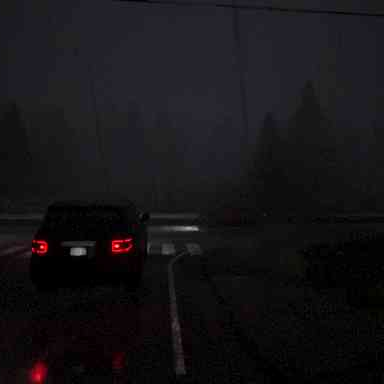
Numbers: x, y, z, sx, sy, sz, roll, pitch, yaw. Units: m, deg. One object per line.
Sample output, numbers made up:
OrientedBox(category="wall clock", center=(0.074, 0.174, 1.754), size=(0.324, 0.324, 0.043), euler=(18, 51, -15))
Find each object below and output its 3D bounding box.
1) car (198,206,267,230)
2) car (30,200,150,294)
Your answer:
OrientedBox(category="car", center=(2.484, 1.559, 20.690), size=(4.181, 1.385, 1.994), euler=(0, 0, -6))
OrientedBox(category="car", center=(-2.392, 1.219, 8.964), size=(2.150, 2.045, 5.566), euler=(0, 0, -5))
